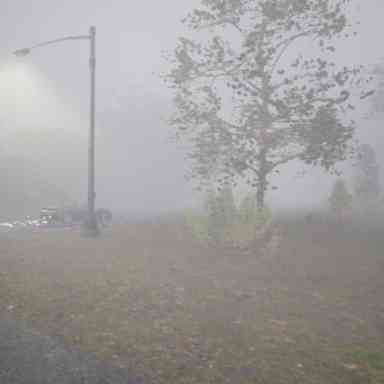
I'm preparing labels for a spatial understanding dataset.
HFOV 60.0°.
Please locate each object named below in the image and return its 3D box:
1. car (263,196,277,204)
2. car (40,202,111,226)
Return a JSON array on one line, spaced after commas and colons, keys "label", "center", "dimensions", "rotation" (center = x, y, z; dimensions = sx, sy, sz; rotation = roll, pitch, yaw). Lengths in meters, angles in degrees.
[{"label": "car", "center": [15.257, 1.605, 65.953], "dimensions": [1.837, 1.490, 4.892], "rotation": [1, 1, 36]}, {"label": "car", "center": [-7.664, 1.398, 22.429], "dimensions": [2.128, 1.511, 4.902], "rotation": [1, 0, 36]}]
